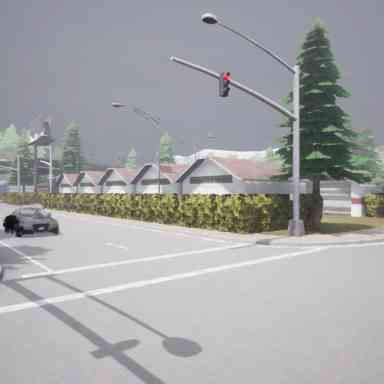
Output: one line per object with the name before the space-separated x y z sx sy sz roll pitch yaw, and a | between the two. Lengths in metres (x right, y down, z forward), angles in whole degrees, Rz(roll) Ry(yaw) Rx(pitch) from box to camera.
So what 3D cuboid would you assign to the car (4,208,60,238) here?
car | -8.607 1.569 17.761 1.994 1.385 4.181 0 1 -40
